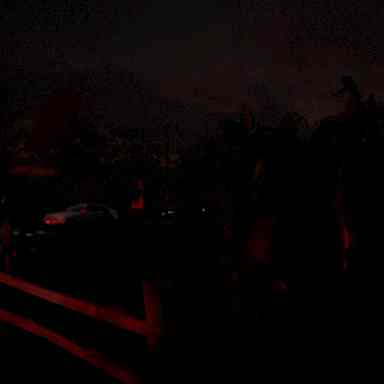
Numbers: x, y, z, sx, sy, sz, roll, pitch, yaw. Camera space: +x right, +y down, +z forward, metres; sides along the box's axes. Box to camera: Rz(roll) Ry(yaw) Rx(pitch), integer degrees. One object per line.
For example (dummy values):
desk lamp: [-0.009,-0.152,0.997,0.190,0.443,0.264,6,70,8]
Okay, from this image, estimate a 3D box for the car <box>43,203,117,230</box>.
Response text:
car: [-6.667,1.427,20.386,1.812,1.442,4.674,1,0,35]

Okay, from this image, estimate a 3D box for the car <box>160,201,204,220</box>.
car: [-0.857,1.523,28.366,1.837,1.490,4.892,1,0,36]
